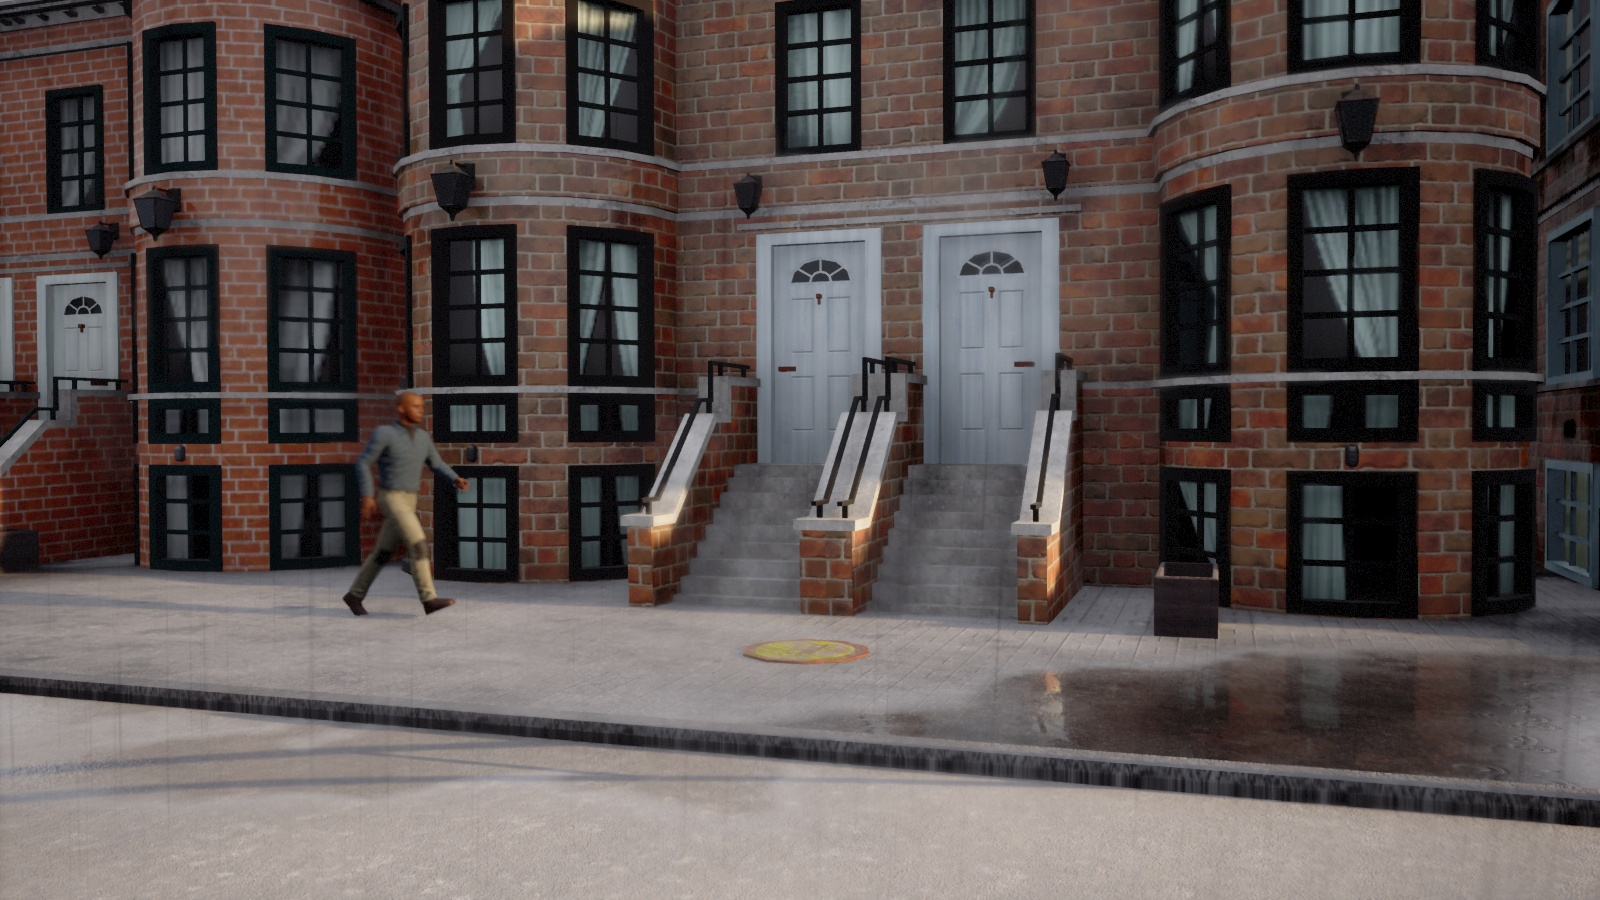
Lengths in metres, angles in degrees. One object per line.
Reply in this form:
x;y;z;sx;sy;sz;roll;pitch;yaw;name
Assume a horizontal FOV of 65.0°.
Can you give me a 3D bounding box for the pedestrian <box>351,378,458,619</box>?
-3.109;0.366;9.876;0.726;1.835;0.370;1;1;19;pedestrian
